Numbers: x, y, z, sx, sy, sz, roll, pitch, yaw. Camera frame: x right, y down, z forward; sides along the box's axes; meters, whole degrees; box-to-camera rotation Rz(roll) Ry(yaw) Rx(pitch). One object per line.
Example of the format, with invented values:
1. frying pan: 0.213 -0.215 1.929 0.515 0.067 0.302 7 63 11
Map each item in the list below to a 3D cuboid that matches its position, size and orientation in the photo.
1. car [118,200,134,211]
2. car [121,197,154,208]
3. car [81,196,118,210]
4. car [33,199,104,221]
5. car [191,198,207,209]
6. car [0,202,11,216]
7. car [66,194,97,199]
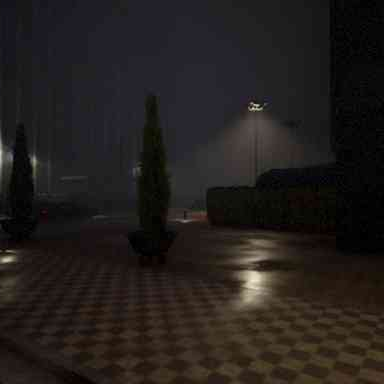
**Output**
1. car: -6.013 1.491 39.958 2.128 1.511 4.902 0 0 35
2. car: -8.046 1.491 49.614 2.128 1.511 4.902 0 0 35
3. car: -10.494 1.504 39.990 1.837 1.490 4.892 0 0 35
4. car: -10.324 1.547 27.629 2.033 1.411 5.357 0 0 35
5. car: 1.813 1.491 45.075 2.128 1.511 4.902 0 0 35
6. car: -15.825 1.505 32.329 1.837 1.490 4.892 0 0 35
7. car: -14.038 1.221 41.032 2.150 2.045 5.566 0 0 35
